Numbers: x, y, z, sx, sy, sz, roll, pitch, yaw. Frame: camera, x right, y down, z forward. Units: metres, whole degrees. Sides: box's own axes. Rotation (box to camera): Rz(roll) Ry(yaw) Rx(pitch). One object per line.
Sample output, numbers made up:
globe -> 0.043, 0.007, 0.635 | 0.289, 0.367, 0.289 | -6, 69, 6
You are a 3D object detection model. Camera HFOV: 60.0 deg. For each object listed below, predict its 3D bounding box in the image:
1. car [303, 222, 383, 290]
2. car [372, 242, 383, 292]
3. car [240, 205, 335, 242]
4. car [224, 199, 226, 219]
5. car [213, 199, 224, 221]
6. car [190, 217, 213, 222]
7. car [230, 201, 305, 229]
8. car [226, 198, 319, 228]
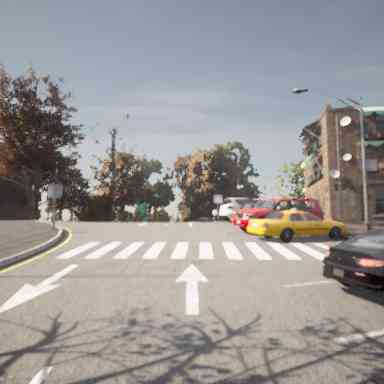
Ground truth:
car -> 5.315, 1.589, 7.938 | 4.674, 1.452, 2.002 | 1, -1, -20
car -> 5.319, 1.566, 4.909 | 4.674, 1.452, 2.002 | 1, 0, -20
car -> 5.471, 1.619, 17.058 | 5.366, 1.575, 1.946 | 1, -1, -20
car -> 5.224, 1.601, 26.082 | 4.553, 1.767, 2.185 | 2, -3, -21
car -> 5.129, 1.616, 29.035 | 5.566, 2.045, 2.435 | 3, -6, -20
car -> 1.660, 4.281, 48.069 | 1.895, 1.301, 4.718 | -4, -9, 33
car -> 5.213, 1.539, 23.058 | 4.553, 1.767, 2.185 | 1, -1, -21
car -> 5.253, 1.390, 20.009 | 5.566, 2.045, 2.435 | 1, 0, -21
